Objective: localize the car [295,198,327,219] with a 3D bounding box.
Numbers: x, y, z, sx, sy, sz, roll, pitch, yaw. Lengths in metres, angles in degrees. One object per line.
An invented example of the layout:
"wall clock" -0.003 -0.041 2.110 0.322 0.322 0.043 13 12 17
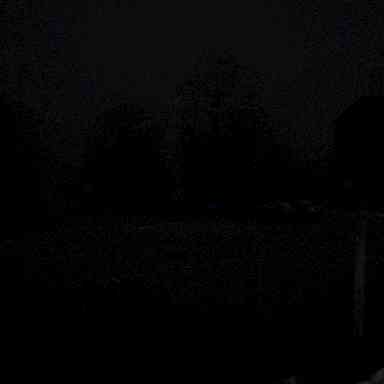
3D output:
"car" 8.918 1.319 27.883 2.185 1.767 4.553 1 0 -34

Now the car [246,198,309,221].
"car" 6.330 1.441 26.047 2.002 1.452 4.674 1 0 -35
